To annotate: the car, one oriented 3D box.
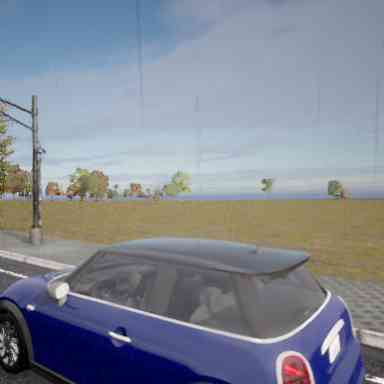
[{"bbox_3d":[-0.508,1.351,4.084,4.553,1.767,2.097,0,0,36],"label":"car"}]
